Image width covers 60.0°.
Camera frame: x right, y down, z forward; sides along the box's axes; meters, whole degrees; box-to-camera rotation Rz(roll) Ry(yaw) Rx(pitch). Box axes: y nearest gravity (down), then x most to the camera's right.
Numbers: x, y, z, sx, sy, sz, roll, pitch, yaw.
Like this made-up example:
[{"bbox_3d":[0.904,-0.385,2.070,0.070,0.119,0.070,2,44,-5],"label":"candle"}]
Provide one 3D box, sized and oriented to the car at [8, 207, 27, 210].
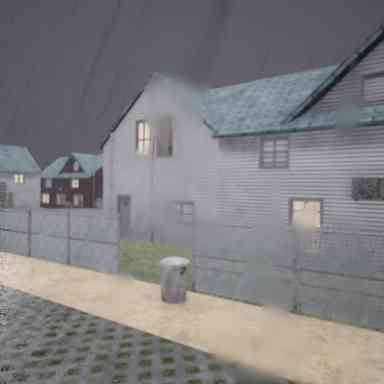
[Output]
[{"bbox_3d":[-13.564,1.845,25.007,1.994,1.385,4.181,2,0,36],"label":"car"}]
